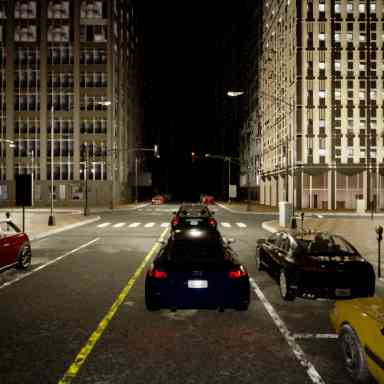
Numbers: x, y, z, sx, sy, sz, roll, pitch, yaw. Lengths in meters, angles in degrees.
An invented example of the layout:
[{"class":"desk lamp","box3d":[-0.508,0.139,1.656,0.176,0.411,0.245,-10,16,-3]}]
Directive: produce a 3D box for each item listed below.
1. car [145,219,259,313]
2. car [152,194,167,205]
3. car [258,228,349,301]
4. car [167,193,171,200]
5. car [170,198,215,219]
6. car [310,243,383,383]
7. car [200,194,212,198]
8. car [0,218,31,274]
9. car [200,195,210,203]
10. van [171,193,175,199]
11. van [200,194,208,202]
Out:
[{"class":"car","box3d":[0.098,1.563,7.757,1.994,1.385,4.181,0,0,0]},{"class":"car","box3d":[-5.813,1.388,57.358,1.967,1.590,4.097,0,0,0]},{"class":"car","box3d":[2.687,1.549,8.101,2.008,1.369,4.403,0,0,0]},{"class":"car","box3d":[-5.749,1.251,63.044,2.192,1.841,5.009,0,0,0]},{"class":"car","box3d":[0.090,1.346,16.390,2.097,1.767,4.553,0,0,0]},{"class":"car","box3d":[2.690,1.525,2.603,1.752,1.417,4.829,0,0,0]},{"class":"car","box3d":[2.758,1.388,57.361,1.967,1.590,4.097,0,0,0]},{"class":"car","box3d":[-5.693,1.439,8.095,1.967,1.590,4.097,0,0,0]},{"class":"car","box3d":[2.657,1.363,68.729,1.967,1.590,4.097,0,0,0]},{"class":"van","box3d":[-5.729,1.236,80.099,1.690,1.788,3.998,0,0,0]},{"class":"van","box3d":[2.655,1.250,74.414,1.690,1.788,3.998,0,0,0]}]
